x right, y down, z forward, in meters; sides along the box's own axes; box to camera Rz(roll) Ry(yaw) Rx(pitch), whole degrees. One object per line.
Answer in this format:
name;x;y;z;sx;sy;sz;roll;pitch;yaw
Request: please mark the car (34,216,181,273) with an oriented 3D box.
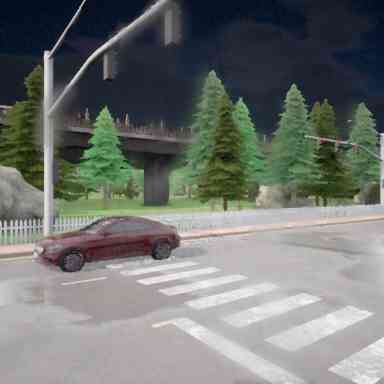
car;-2.531;1.526;10.783;4.674;1.442;1.812;0;0;-35
